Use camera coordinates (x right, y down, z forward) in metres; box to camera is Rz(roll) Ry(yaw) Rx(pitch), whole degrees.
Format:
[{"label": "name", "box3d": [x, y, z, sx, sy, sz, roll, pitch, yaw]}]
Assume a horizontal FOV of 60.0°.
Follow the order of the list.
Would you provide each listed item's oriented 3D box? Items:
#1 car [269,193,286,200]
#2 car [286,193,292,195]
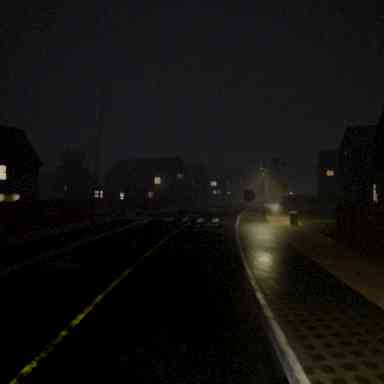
[{"label": "car", "box3d": [18.663, 1.174, 73.460, 1.895, 1.301, 4.718, 0, 0, 30]}, {"label": "car", "box3d": [23.939, 0.884, 82.254, 2.128, 1.511, 4.902, 0, 0, 34]}]
